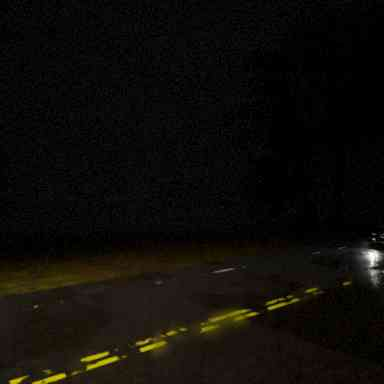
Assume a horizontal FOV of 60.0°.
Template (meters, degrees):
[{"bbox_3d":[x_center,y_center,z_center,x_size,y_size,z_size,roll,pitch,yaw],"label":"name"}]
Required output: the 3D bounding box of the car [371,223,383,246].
[{"bbox_3d":[10.764,1.900,16.587,4.892,1.490,1.837,0,-3,-38],"label":"car"}]
